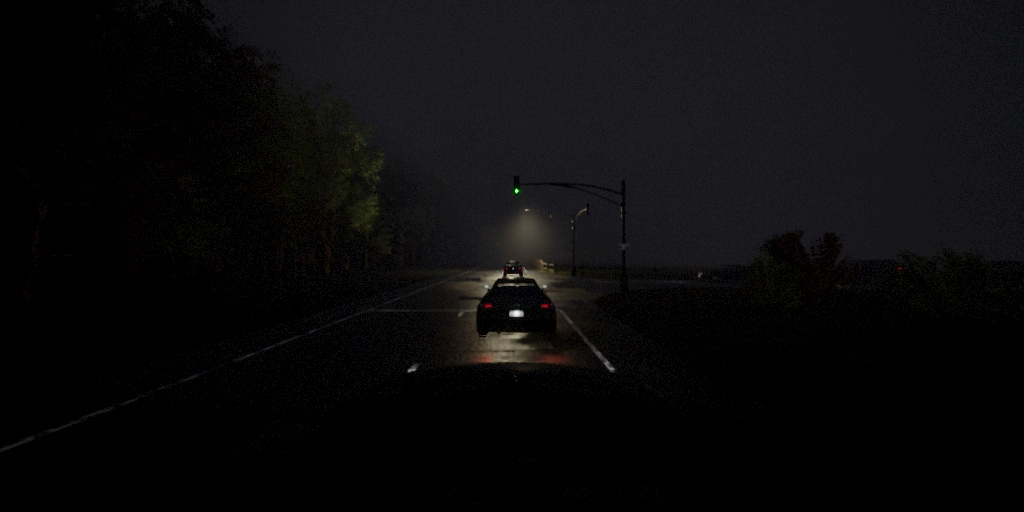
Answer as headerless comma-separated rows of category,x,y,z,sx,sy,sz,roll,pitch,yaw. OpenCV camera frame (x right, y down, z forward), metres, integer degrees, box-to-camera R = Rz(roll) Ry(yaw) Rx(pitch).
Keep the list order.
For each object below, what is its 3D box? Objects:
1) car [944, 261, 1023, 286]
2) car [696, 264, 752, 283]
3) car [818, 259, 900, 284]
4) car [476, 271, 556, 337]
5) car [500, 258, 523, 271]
car,39.377,1.388,29.643,5.566,2.045,2.150,0,-1,-1
car,18.015,1.426,29.770,4.902,1.511,2.128,1,-1,1
car,28.743,1.274,29.700,5.566,2.045,2.150,1,-1,1
car,0.105,1.295,10.265,1.994,1.385,4.181,0,0,0
car,0.117,1.220,35.941,2.033,1.411,5.357,0,0,0
